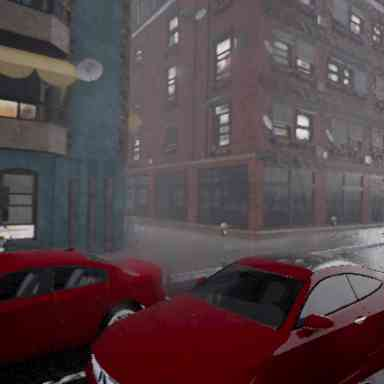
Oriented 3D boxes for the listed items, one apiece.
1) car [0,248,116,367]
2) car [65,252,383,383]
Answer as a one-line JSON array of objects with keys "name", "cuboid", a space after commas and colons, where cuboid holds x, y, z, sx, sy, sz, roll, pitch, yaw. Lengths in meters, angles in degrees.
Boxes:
[{"name": "car", "cuboid": [-2.513, 1.555, 4.751, 4.507, 1.381, 1.887, 1, 0, -36]}, {"name": "car", "cuboid": [1.108, 1.561, 4.169, 4.674, 1.442, 1.812, 1, -1, -36]}]
